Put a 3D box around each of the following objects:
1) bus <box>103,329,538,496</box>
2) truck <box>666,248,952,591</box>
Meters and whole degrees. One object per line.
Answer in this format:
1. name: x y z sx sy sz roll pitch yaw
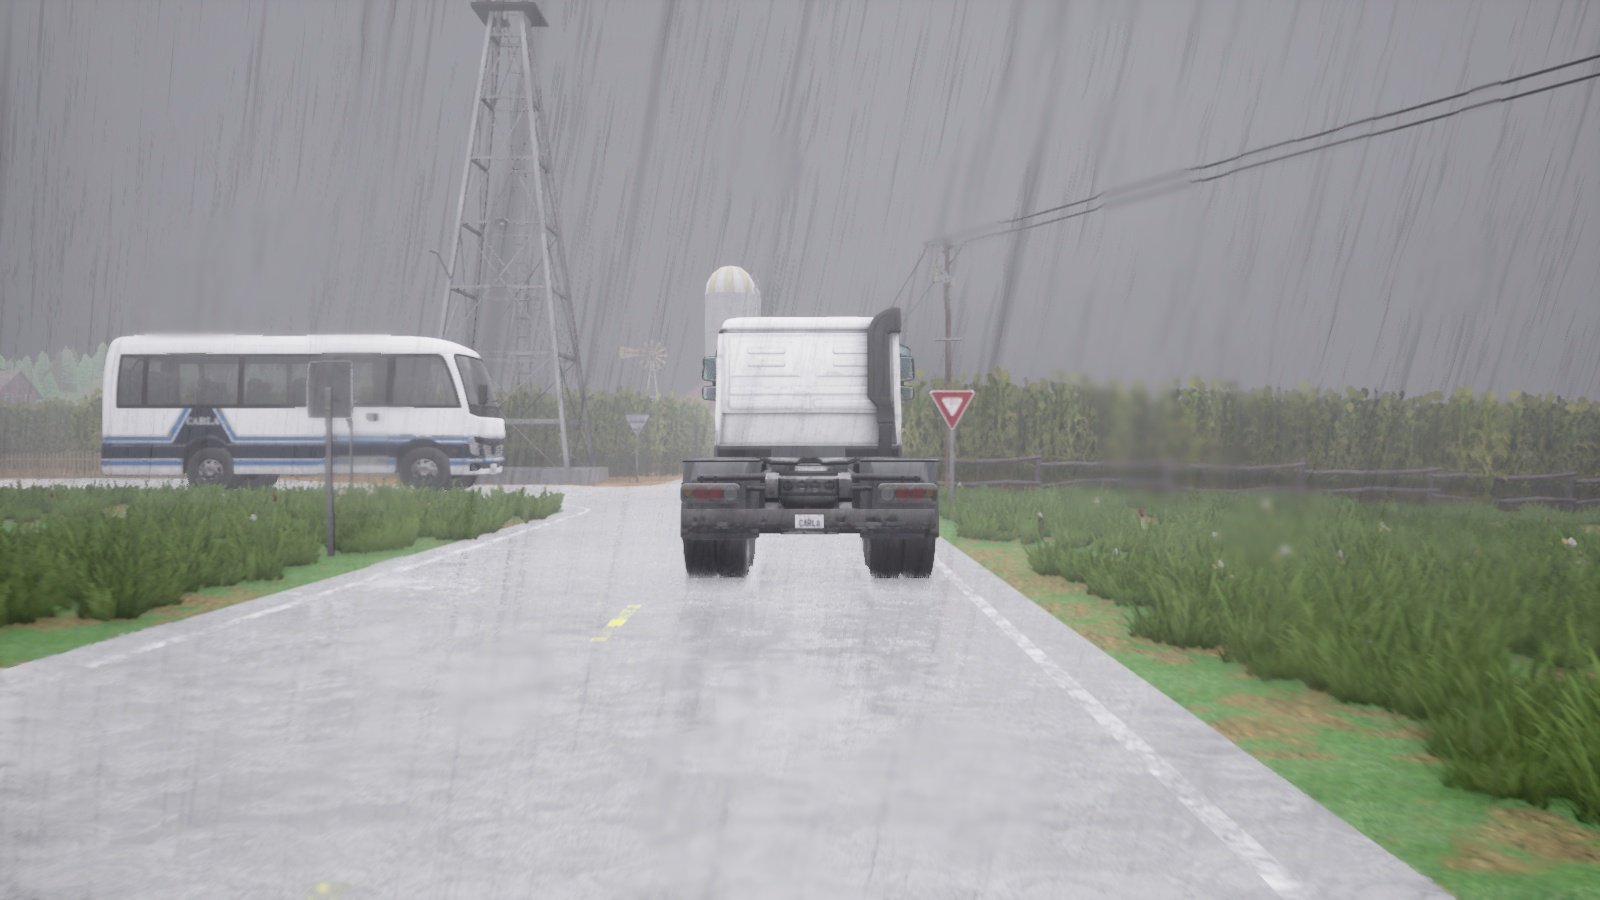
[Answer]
1. bus: -12.668 -0.972 34.034 10.273 4.253 3.944 0 0 1
2. truck: 0.113 -0.329 16.650 2.891 3.462 7.936 0 0 0
